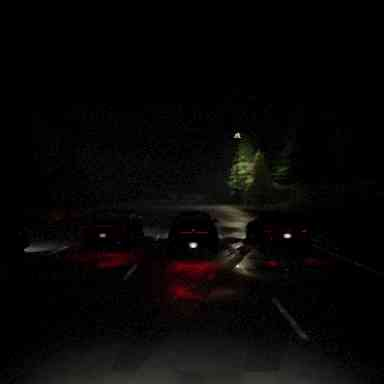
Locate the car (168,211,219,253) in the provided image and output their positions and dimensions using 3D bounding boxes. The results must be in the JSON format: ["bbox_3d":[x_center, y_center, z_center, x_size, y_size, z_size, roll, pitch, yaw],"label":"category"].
[{"bbox_3d":[0.059,1.557,13.817,1.837,1.490,4.892,0,0,0],"label":"car"}]

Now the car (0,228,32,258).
[{"bbox_3d":[-6.965,1.584,10.018,2.033,1.411,5.357,0,0,1],"label":"car"}]

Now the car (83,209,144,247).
[{"bbox_3d":[-3.434,1.533,15.300,1.882,1.535,5.008,0,0,0],"label":"car"}]

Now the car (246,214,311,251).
[{"bbox_3d":[3.563,1.616,14.386,1.994,1.385,4.181,0,0,0],"label":"car"}]
